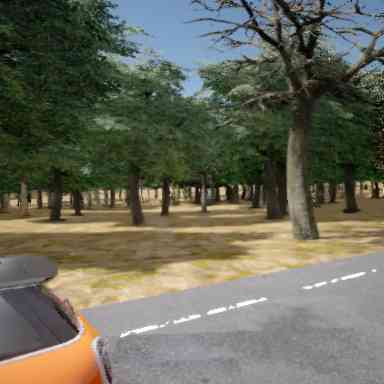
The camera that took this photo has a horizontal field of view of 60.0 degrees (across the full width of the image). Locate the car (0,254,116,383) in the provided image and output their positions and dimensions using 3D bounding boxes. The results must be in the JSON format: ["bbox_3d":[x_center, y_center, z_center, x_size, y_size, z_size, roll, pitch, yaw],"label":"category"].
[{"bbox_3d":[-2.787,1.341,1.965,4.553,1.767,2.097,0,0,-35],"label":"car"}]
